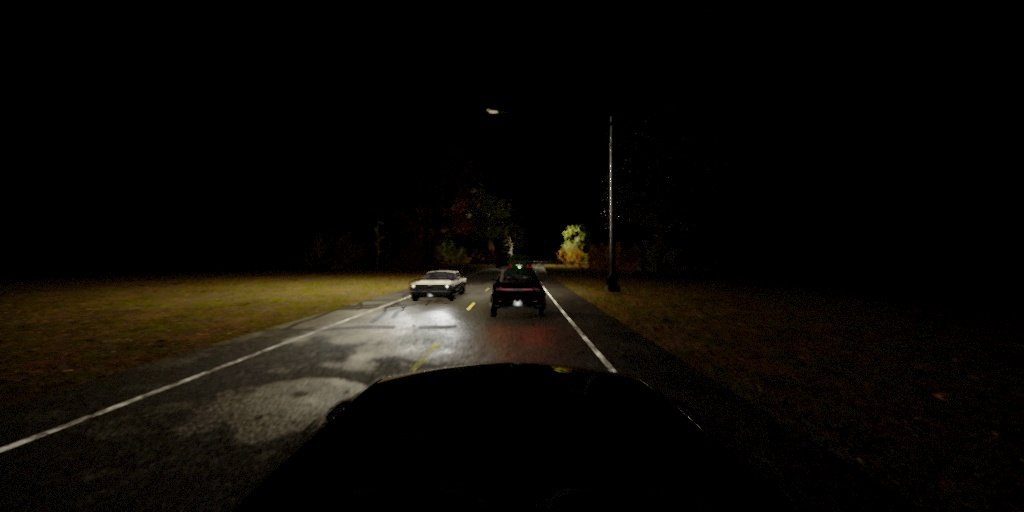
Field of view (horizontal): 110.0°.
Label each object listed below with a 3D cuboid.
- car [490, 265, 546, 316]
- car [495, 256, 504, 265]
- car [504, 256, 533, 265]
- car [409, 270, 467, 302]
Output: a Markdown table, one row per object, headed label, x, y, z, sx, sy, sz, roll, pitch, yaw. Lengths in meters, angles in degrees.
| label | x | y | z | sx | sy | sz | roll | pitch | yaw |
| --- | --- | --- | --- | --- | --- | --- | --- | --- | --- |
| car | 0.212 | 1.258 | 13.467 | 2.128 | 1.511 | 4.902 | 0 | 0 | 1 |
| car | -1.412 | 1.024 | 59.658 | 2.150 | 2.045 | 5.566 | 0 | 0 | 5 |
| car | 0.712 | 1.011 | 32.083 | 2.150 | 2.045 | 5.566 | 0 | 0 | 2 |
| car | -3.421 | 1.368 | 17.338 | 1.895 | 1.301 | 4.718 | 0 | 0 | 1 |
